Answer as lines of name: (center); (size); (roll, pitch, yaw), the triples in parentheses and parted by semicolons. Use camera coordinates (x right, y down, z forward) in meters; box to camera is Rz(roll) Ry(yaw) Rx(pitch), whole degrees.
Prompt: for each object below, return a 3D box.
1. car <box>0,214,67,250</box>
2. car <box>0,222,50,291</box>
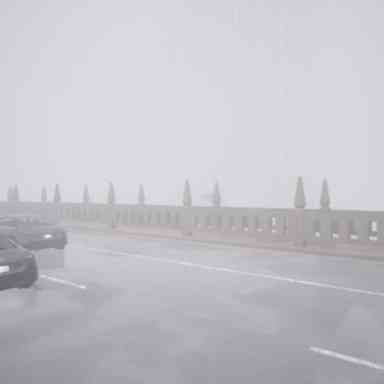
car: (-6.862, 1.578, 13.246); (4.181, 1.385, 1.994); (0, 0, 36)
car: (-5.578, 1.570, 8.020); (4.181, 1.385, 1.994); (0, 0, 36)
